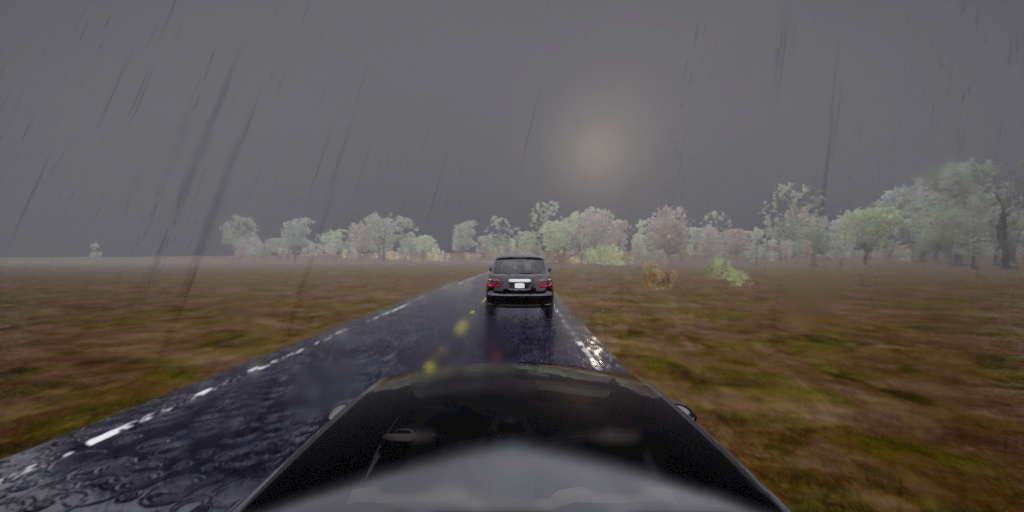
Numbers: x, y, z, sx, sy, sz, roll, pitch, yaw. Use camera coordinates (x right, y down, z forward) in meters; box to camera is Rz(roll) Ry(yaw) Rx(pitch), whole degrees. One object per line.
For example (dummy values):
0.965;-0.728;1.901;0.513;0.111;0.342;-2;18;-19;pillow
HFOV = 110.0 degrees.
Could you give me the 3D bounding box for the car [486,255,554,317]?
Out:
0.302;0.971;13.273;2.150;2.045;5.566;0;0;2;car
